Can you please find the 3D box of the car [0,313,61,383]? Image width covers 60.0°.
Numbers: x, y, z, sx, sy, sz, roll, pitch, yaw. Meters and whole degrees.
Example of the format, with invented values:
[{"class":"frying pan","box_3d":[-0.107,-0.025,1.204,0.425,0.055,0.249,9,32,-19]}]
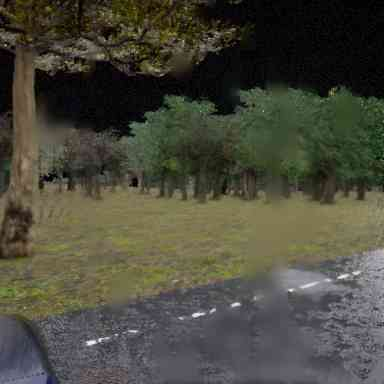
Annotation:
[{"class":"car","box_3d":[-3.430,1.544,1.541,5.357,1.411,2.033,0,0,-36]}]
